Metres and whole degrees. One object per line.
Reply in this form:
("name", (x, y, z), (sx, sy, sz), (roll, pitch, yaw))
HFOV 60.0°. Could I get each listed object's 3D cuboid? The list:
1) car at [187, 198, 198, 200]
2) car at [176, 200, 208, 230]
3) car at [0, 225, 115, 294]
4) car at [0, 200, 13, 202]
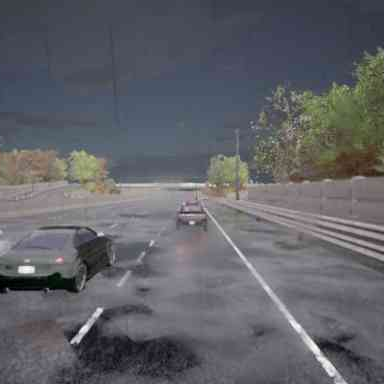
("car", (0.085, 1.632, 57.525), (1.994, 1.385, 4.181), (0, 0, 2))
("car", (0.000, 1.499, 20.898), (2.128, 1.511, 4.902), (0, 0, 0))
("car", (-3.399, 1.564, 8.841), (1.994, 1.385, 4.181), (0, 0, 0))
("car", (-21.071, 1.597, 37.050), (1.994, 1.385, 4.181), (0, 0, 0))
